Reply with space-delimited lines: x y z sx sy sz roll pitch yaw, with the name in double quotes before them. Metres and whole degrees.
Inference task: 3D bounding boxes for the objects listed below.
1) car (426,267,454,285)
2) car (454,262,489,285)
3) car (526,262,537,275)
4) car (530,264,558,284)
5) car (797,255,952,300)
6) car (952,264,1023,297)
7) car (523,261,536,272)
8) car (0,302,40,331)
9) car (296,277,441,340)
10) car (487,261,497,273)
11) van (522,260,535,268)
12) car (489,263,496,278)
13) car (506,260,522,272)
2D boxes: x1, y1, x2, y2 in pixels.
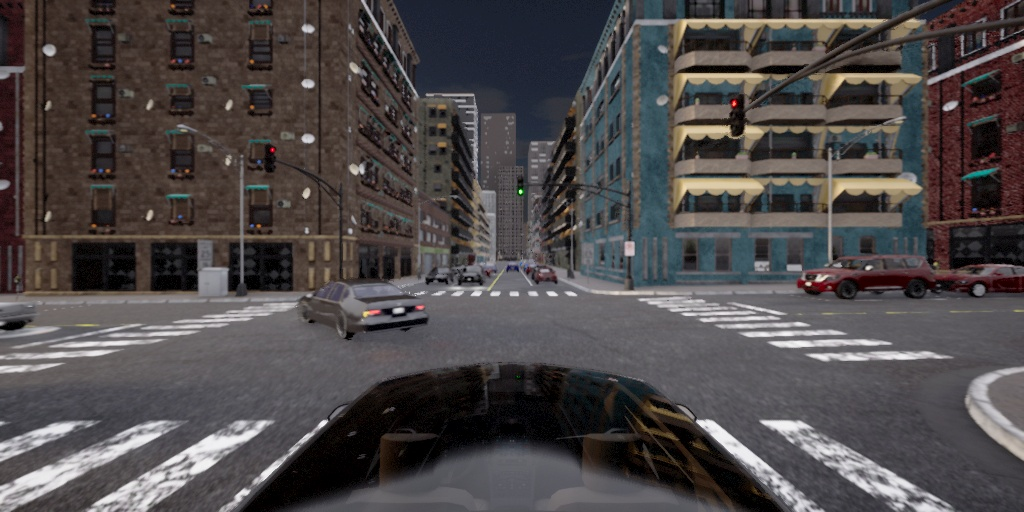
"car" -5.691 1.532 28.920 1.948 1.339 4.313 0 0 0
"car" -3.089 1.466 28.269 1.837 1.490 4.892 0 0 0
"car" 2.690 1.578 34.431 1.948 1.339 4.313 0 0 0
"car" 2.690 1.549 28.908 1.802 1.307 4.207 0 0 0
"car" 15.773 0.895 16.070 5.009 1.841 2.192 0 0 0
"car" 21.344 1.046 16.111 4.507 1.381 1.888 0 0 0
"car" 2.691 1.650 45.477 1.888 1.381 4.507 0 0 0
"car" -16.678 1.648 10.066 4.718 1.301 1.895 -1 0 -1
"car" -4.494 1.365 10.337 5.357 1.411 2.033 0 -1 45
"car" -3.082 1.669 50.074 1.812 1.442 4.674 0 -1 0
"van" 2.691 1.492 51.001 1.690 1.789 3.998 0 0 0
"car" -3.088 1.645 38.286 1.895 1.301 4.718 0 0 0
"car" 0.102 1.665 55.266 1.882 1.535 5.008 0 -1 0
